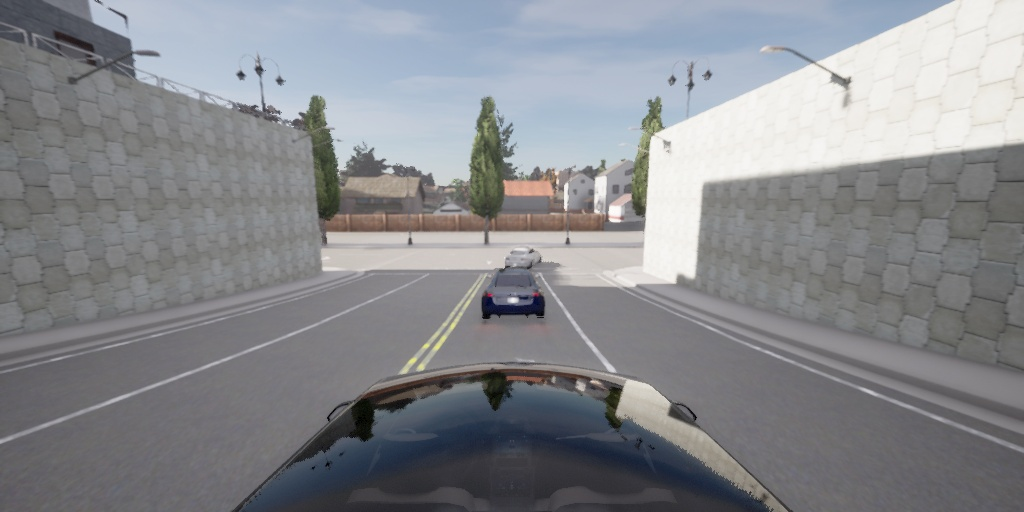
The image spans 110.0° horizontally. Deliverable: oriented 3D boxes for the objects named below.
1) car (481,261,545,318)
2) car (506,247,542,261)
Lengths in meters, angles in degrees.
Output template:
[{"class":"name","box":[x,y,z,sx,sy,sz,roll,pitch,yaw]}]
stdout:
[{"class":"car","box":[0.051,1.122,12.322,1.994,1.385,4.181,0,3,1]},{"class":"car","box":[0.877,0.039,26.345,1.812,1.442,4.674,2,9,17]}]
